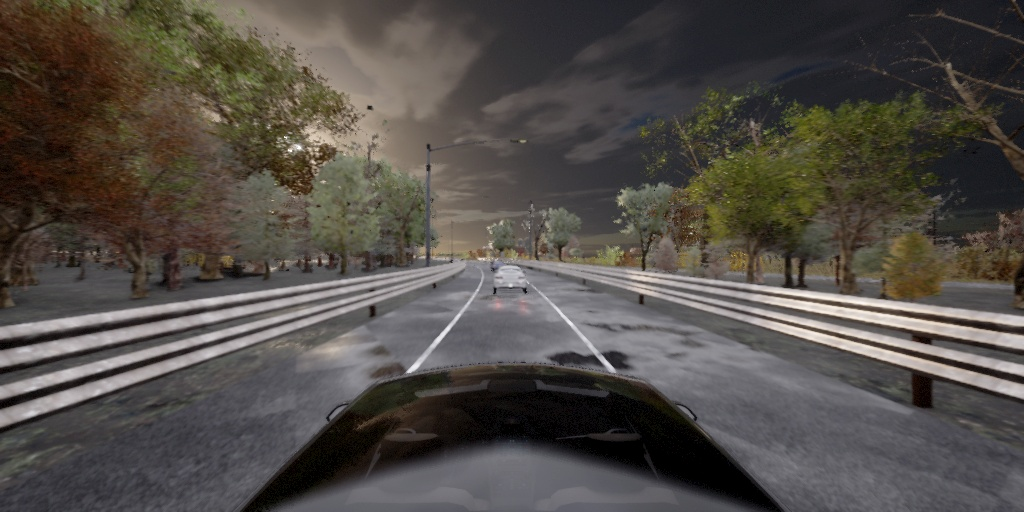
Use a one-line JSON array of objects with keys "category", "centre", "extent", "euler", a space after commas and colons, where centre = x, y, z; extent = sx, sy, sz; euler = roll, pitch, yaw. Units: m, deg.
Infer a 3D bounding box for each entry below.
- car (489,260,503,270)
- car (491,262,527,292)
[{"category": "car", "centre": [-1.967, 1.288, 47.954], "extent": [2.033, 1.411, 5.357], "euler": [0, 0, -8]}, {"category": "car", "centre": [-0.167, 1.283, 21.019], "extent": [1.812, 1.442, 4.674], "euler": [0, 0, -2]}]
